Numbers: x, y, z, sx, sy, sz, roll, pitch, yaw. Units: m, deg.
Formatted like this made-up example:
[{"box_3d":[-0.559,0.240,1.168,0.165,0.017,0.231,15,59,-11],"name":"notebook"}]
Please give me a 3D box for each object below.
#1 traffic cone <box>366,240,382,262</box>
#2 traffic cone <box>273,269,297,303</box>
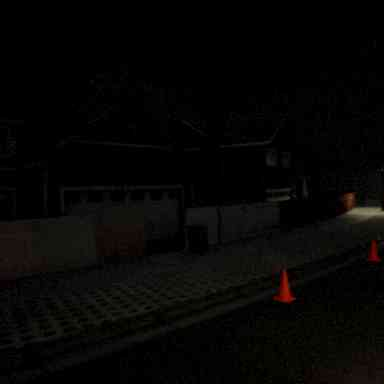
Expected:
[{"box_3d":[5.429,1.740,9.942,0.340,0.580,0.340,-2,1,-44],"name":"traffic cone"},{"box_3d":[1.859,1.847,6.666,0.340,0.580,0.340,-2,1,-41],"name":"traffic cone"}]
